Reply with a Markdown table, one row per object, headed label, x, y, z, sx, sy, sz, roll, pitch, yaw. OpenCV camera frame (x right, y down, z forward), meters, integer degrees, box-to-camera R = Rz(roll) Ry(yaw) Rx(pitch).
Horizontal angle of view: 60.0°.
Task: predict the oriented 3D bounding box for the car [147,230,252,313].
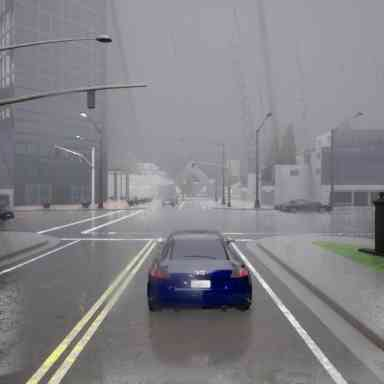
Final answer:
| label | x | y | z | sx | sy | sz | roll | pitch | yaw |
| --- | --- | --- | --- | --- | --- | --- | --- | --- | --- |
| car | 0.091 | 1.564 | 7.774 | 1.994 | 1.385 | 4.181 | 0 | 0 | -2 |

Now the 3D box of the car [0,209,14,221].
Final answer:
| label | x | y | z | sx | sy | sz | roll | pitch | yaw |
| --- | --- | --- | --- | --- | --- | --- | --- | --- | --- |
| car | -16.385 | 1.672 | 26.190 | 4.181 | 1.385 | 1.994 | -1 | 0 | 0 |

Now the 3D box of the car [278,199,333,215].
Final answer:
| label | x | y | z | sx | sy | sz | roll | pitch | yaw |
| --- | --- | --- | --- | --- | --- | --- | --- | --- | --- |
| car | 11.519 | 1.596 | 33.602 | 4.718 | 1.301 | 1.895 | 0 | 0 | 0 |

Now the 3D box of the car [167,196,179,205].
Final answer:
| label | x | y | z | sx | sy | sz | roll | pitch | yaw |
| --- | --- | --- | --- | --- | --- | --- | --- | --- | --- |
| car | -3.515 | 1.505 | 61.651 | 1.837 | 1.490 | 4.892 | 0 | 0 | 1 |

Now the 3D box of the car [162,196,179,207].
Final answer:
| label | x | y | z | sx | sy | sz | roll | pitch | yaw |
| --- | --- | --- | --- | --- | --- | --- | --- | --- | --- |
| car | -3.565 | 1.491 | 51.251 | 2.128 | 1.511 | 4.902 | 0 | 0 | 0 |

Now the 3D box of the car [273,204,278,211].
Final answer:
| label | x | y | z | sx | sy | sz | roll | pitch | yaw |
| --- | --- | --- | --- | --- | --- | --- | --- | --- | --- |
| car | 11.451 | 1.522 | 37.095 | 4.674 | 1.442 | 1.812 | 0 | 0 | 0 |
